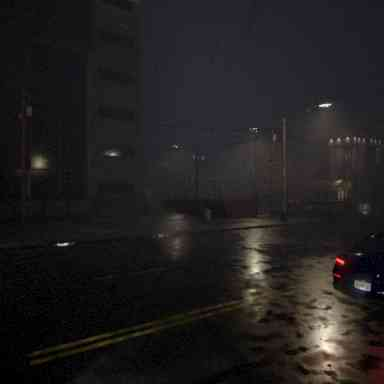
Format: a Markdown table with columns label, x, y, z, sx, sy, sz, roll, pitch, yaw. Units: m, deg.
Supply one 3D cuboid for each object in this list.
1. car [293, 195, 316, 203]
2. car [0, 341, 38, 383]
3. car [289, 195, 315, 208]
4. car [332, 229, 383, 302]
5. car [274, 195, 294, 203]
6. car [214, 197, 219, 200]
| label | x | y | z | sx | sy | sz | roll | pitch | yaw |
| --- | --- | --- | --- | --- | --- | --- | --- | --- | --- |
| car | 22.065 | 1.420 | 65.023 | 4.674 | 1.452 | 2.002 | 0 | 0 | -36 |
| car | -3.430 | 1.547 | 1.301 | 5.357 | 1.411 | 2.033 | 0 | 0 | -35 |
| car | 15.141 | 1.254 | 45.967 | 4.553 | 1.767 | 2.185 | 0 | 0 | -36 |
| car | 4.968 | 1.526 | 7.332 | 4.674 | 1.442 | 1.812 | 0 | 0 | -35 |
| car | 19.162 | 1.452 | 69.026 | 3.806 | 1.475 | 1.970 | 0 | 0 | -36 |
| car | 4.416 | 1.575 | 60.548 | 4.718 | 1.301 | 1.895 | 0 | 0 | -36 |
